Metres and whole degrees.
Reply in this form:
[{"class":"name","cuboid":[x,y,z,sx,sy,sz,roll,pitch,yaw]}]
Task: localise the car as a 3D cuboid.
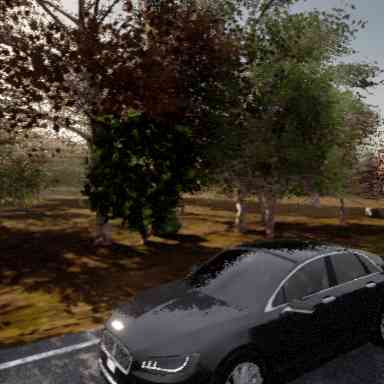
[{"class":"car","cuboid":[1.191,1.500,4.732,4.892,1.490,1.837,0,0,-34]}]
